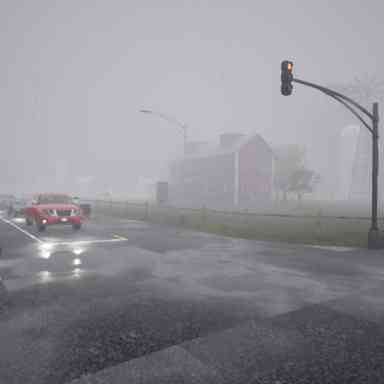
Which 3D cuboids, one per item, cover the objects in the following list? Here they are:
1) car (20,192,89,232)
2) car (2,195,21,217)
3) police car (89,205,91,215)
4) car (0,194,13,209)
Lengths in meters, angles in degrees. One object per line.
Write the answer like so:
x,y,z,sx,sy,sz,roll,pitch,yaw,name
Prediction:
-8.159,1.050,19.365,2.150,2.045,5.566,2,-1,-35,car
-14.170,1.279,27.786,2.033,1.411,5.357,2,-1,-36,car
-10.317,1.264,28.584,1.930,1.638,5.238,2,-1,-35,police car
-19.999,0.994,35.988,2.097,1.767,4.553,2,-1,-35,car
